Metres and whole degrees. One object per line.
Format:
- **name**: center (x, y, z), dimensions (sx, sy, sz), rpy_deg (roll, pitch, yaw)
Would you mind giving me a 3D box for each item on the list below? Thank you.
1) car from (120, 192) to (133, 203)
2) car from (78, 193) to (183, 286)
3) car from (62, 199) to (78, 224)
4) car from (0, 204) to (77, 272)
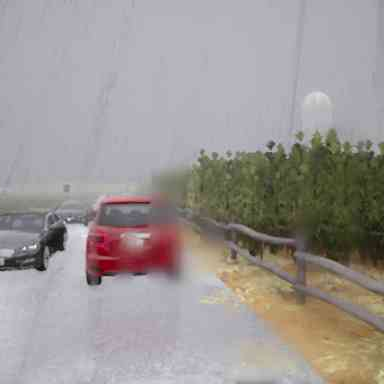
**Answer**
- **car**: center (-9.883, 0.829, 49.951), dimensions (1.882, 1.535, 5.008), rpy_deg (0, 1, -11)
- **car**: center (-1.650, 1.098, 9.363), dimensions (2.150, 2.045, 5.566), rpy_deg (0, 1, -11)
- **car**: center (-7.140, 1.235, 20.406), dimensions (1.837, 1.490, 4.892), rpy_deg (0, 0, -11)
- **car**: center (-5.086, 1.353, 10.234), dimensions (2.128, 1.511, 4.902), rpy_deg (0, 1, -11)
